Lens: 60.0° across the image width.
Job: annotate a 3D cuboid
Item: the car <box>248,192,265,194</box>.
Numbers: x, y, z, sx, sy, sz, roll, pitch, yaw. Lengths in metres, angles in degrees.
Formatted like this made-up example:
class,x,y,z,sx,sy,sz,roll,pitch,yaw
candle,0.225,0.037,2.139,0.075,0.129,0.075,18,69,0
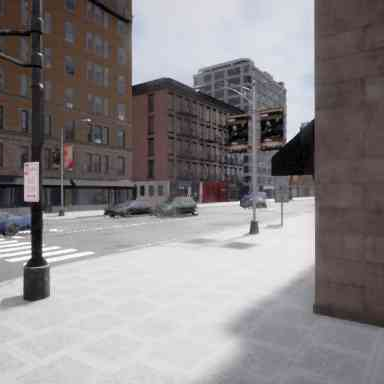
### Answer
class,x,y,z,sx,sy,sz,roll,pitch,yaw
car,9.276,1.036,49.316,2.150,2.045,5.566,0,0,36

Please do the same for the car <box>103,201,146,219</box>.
class,x,y,z,sx,sy,sz,roll,pitch,yaw
car,-5.123,1.466,28.989,2.033,1.411,5.357,0,0,35

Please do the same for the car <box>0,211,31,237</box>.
class,x,y,z,sx,sy,sz,roll,pitch,yaw
car,-10.221,1.520,15.433,2.033,1.411,5.357,0,0,28

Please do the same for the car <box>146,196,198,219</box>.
class,x,y,z,sx,sy,sz,roll,pitch,yaw
car,-1.397,1.256,28.633,2.097,1.767,4.553,0,0,35

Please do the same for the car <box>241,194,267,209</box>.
class,x,y,z,sx,sy,sz,roll,pitch,yaw
car,7.844,1.362,41.721,1.812,1.442,4.674,0,0,35
